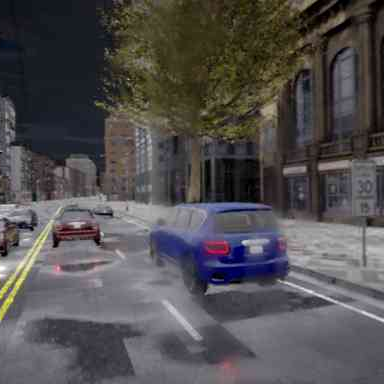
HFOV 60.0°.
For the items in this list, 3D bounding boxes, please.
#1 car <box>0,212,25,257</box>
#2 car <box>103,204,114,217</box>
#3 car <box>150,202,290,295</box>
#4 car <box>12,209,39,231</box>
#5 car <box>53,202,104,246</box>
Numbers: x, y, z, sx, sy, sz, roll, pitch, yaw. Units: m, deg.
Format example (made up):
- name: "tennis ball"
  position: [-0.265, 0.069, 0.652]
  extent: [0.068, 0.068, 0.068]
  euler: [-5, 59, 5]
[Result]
- name: "car"
  position: [-8.515, 1.808, 14.079]
  extent: [1.812, 1.442, 4.674]
  euler: [-1, -1, -20]
- name: "car"
  position: [-9.792, 2.039, 36.535]
  extent: [1.994, 1.385, 4.181]
  euler: [-1, 0, -20]
- name: "car"
  position: [0.394, 1.308, 9.347]
  extent: [2.150, 2.045, 5.566]
  euler: [-1, 0, -20]
- name: "car"
  position: [-12.214, 1.974, 24.017]
  extent: [2.033, 1.411, 5.357]
  euler: [-1, 0, -20]
- name: "car"
  position: [-5.965, 1.616, 17.098]
  extent: [2.097, 1.767, 4.553]
  euler: [-1, -1, -20]
